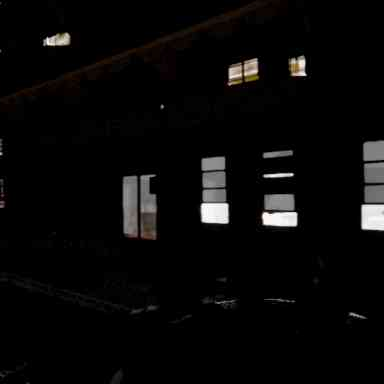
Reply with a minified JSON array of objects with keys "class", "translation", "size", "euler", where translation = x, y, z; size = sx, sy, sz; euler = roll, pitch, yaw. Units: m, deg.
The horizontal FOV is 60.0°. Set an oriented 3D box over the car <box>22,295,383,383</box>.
[{"class":"car","translation":[0.453,1.549,2.564],"size":[4.507,1.381,1.887],"euler":[0,-1,36]}]
